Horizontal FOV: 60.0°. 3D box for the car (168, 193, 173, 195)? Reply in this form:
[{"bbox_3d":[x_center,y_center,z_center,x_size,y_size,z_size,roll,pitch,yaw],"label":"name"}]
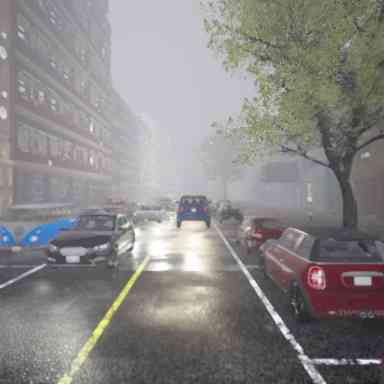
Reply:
[{"bbox_3d":[-5.676,1.469,69.845,1.947,1.339,4.313,0,0,0],"label":"car"}]

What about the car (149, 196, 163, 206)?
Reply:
[{"bbox_3d":[-5.680,1.440,52.585,1.752,1.417,4.829,0,0,0],"label":"car"}]

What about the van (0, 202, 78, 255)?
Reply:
[{"bbox_3d":[-5.689,1.311,12.877,1.690,1.788,3.998,0,0,0],"label":"van"}]

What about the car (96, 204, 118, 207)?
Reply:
[{"bbox_3d":[-5.687,1.541,18.574,1.802,1.307,4.206,0,0,0],"label":"car"}]

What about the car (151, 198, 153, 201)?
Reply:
[{"bbox_3d":[-5.683,1.484,35.664,2.008,1.369,4.403,0,0,0],"label":"car"}]

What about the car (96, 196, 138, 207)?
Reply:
[{"bbox_3d":[-5.686,1.264,24.270,2.192,1.841,5.009,0,0,0],"label":"car"}]

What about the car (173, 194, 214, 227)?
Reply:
[{"bbox_3d":[0.106,1.174,22.619,2.150,2.045,5.566,0,0,0],"label":"car"}]

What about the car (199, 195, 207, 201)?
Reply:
[{"bbox_3d":[2.707,1.484,81.234,1.802,1.307,4.206,0,0,0],"label":"car"}]

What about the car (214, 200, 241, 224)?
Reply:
[{"bbox_3d":[2.695,1.500,24.267,2.008,1.369,4.403,0,0,0],"label":"car"}]

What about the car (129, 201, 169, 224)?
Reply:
[{"bbox_3d":[-3.024,1.550,24.170,1.895,1.301,4.718,0,0,1],"label":"car"}]

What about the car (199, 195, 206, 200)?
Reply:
[{"bbox_3d":[2.708,1.447,86.931,1.887,1.381,4.507,0,0,0],"label":"car"}]

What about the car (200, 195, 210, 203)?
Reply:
[{"bbox_3d":[2.705,1.448,69.840,1.887,1.381,4.507,0,0,0],"label":"car"}]

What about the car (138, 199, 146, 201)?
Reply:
[{"bbox_3d":[-5.684,1.506,29.968,1.947,1.339,4.313,0,0,0],"label":"car"}]

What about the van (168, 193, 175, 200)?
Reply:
[{"bbox_3d":[-5.672,1.245,92.632,1.690,1.788,3.998,0,0,0],"label":"van"}]

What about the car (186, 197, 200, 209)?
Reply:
[{"bbox_3d":[0.111,1.447,45.941,1.812,1.442,4.674,0,0,0],"label":"car"}]

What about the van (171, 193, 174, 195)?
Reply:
[{"bbox_3d":[-5.673,1.244,86.936,1.690,1.788,3.998,0,0,0],"label":"van"}]

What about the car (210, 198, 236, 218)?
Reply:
[{"bbox_3d":[2.696,1.381,29.964,1.967,1.590,4.097,0,0,0],"label":"car"}]

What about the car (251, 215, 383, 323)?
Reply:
[{"bbox_3d":[2.691,1.423,7.176,1.967,1.590,4.097,0,0,0],"label":"car"}]

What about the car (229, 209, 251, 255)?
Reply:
[{"bbox_3d":[2.692,1.552,12.874,1.802,1.307,4.206,0,0,0],"label":"car"}]

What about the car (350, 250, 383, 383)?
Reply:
[{"bbox_3d":[2.690,1.436,1.480,1.967,1.590,4.097,0,0,0],"label":"car"}]

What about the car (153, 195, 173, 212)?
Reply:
[{"bbox_3d":[-3.010,1.438,38.399,1.837,1.490,4.892,0,0,1],"label":"car"}]

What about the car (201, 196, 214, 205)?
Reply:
[{"bbox_3d":[2.703,1.460,58.448,2.008,1.369,4.403,0,0,0],"label":"car"}]

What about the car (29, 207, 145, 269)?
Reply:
[{"bbox_3d":[-3.082,1.466,11.053,2.128,1.511,4.902,0,0,0],"label":"car"}]
